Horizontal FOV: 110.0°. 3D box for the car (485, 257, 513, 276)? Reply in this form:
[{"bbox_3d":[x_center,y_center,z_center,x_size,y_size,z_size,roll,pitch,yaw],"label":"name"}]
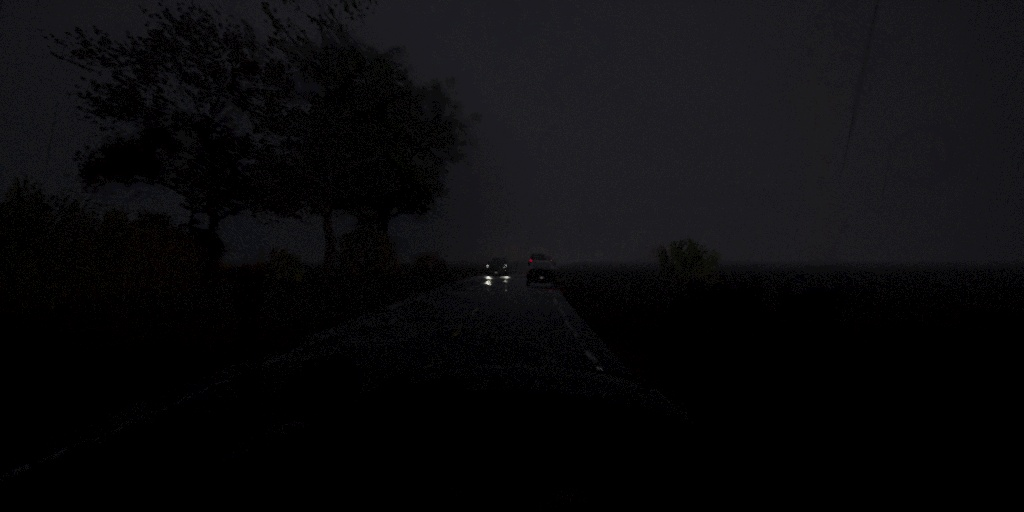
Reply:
[{"bbox_3d":[-1.160,0.885,33.861,2.097,1.767,4.553,0,1,7],"label":"car"}]

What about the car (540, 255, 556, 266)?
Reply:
[{"bbox_3d":[6.023,0.729,59.357,2.097,1.767,4.553,0,0,13],"label":"car"}]

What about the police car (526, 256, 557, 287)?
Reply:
[{"bbox_3d":[1.927,1.041,23.534,1.930,1.638,5.238,0,0,5],"label":"police car"}]

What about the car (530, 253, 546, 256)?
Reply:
[{"bbox_3d":[3.355,0.695,44.725,2.150,2.045,5.566,0,0,10],"label":"car"}]
